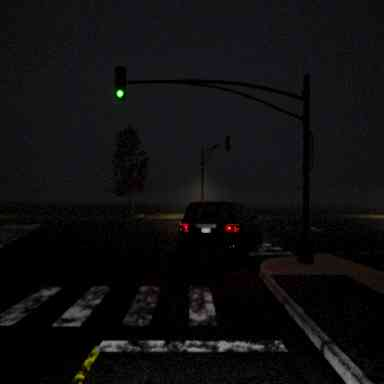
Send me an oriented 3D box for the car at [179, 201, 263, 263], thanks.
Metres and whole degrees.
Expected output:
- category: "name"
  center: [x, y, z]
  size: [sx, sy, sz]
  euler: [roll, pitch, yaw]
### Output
- category: "car"
  center: [1.260, 1.428, 12.889]
  size: [2.150, 2.045, 5.566]
  euler: [-1, -3, 18]
